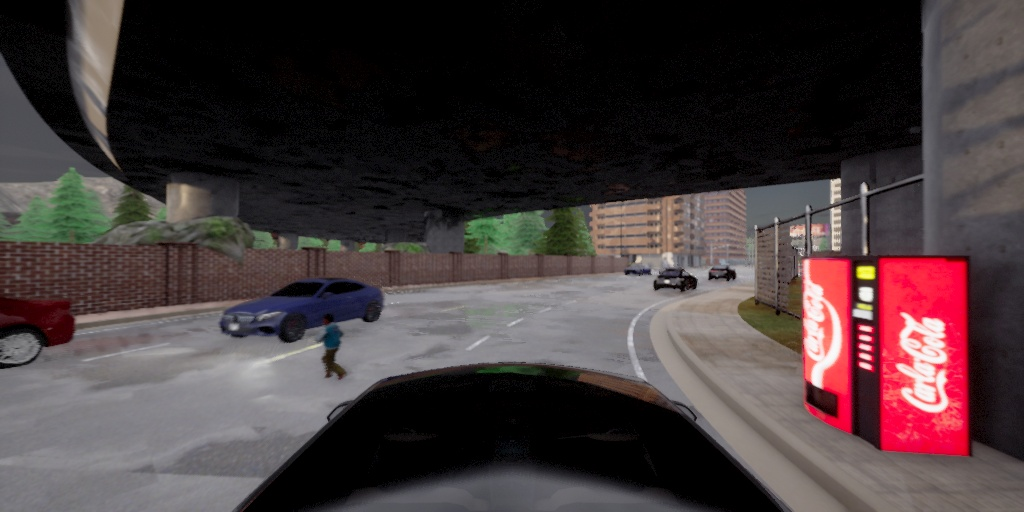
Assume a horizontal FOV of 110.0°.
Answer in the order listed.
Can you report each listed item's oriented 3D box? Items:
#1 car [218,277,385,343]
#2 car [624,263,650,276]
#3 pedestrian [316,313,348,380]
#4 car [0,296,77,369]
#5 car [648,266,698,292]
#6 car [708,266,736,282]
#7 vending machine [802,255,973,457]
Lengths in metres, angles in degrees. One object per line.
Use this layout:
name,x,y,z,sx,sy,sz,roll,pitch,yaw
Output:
car,-5.577,1.360,10.289,1.812,1.442,4.674,0,-1,17
car,16.444,1.687,46.867,2.097,1.767,4.553,0,-1,41
pedestrian,-2.924,1.464,5.854,0.500,1.100,0.500,0,-1,9
car,-10.082,1.238,5.208,1.882,1.535,5.008,0,-1,8
car,11.108,1.616,24.267,1.994,1.385,4.181,0,-1,40
car,21.198,1.715,36.108,2.128,1.511,4.902,0,-1,41
vending machine,3.998,0.984,3.950,1.100,2.100,0.880,0,0,8
